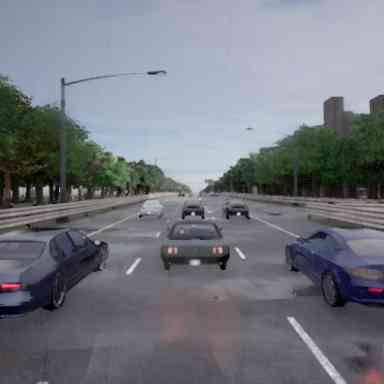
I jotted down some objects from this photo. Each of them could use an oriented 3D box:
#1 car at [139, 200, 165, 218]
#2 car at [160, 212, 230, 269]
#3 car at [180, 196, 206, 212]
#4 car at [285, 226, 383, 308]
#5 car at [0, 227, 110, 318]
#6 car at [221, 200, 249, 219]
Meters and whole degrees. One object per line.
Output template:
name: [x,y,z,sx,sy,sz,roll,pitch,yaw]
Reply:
car: [-3.410,1.419,28.882,1.812,1.442,4.674,0,0,0]
car: [0.089,1.582,11.075,1.895,1.301,4.718,0,0,0]
car: [0.090,1.404,28.041,1.837,1.490,4.892,0,0,0]
car: [3.581,1.515,7.739,1.812,1.442,4.674,0,0,1]
car: [-3.419,1.537,7.688,2.033,1.411,5.357,0,0,0]
car: [3.589,1.405,27.956,1.837,1.490,4.892,0,0,0]
